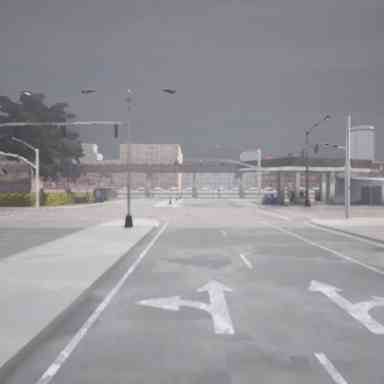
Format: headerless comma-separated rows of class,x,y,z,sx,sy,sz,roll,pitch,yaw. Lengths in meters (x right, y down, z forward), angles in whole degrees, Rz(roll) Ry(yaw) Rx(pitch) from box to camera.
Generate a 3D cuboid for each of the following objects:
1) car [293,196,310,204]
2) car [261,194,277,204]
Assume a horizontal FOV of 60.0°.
car,18.961,1.399,57.859,1.970,1.475,3.806,0,0,0
car,13.216,1.239,57.097,2.242,1.667,4.611,0,0,0
